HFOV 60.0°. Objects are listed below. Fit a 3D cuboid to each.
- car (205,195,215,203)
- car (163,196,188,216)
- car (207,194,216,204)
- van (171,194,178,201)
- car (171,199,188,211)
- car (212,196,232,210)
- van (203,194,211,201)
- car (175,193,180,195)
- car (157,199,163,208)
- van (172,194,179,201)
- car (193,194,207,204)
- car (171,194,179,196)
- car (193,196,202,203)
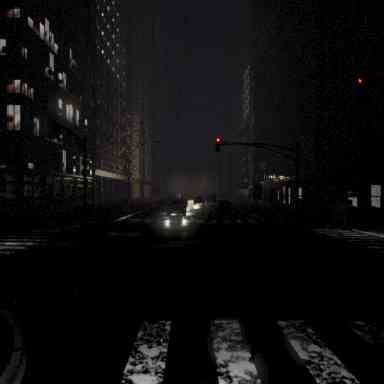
[{"bbox_3d":[3.744,1.432,69.457,1.967,1.590,4.097,0,0,0],"label":"car"},{"bbox_3d":[-1.504,1.495,32.723,1.882,1.535,5.008,0,0,0],"label":"car"},{"bbox_3d":[3.769,1.313,63.929,2.192,1.841,5.009,0,0,0],"label":"car"},{"bbox_3d":[-4.185,1.321,80.477,1.690,1.788,3.998,0,0,0],"label":"van"},{"bbox_3d":[-1.540,1.614,42.680,1.895,1.301,4.718,0,0,0],"label":"car"},{"bbox_3d":[3.917,1.579,41.820,1.947,1.339,4.313,0,0,0],"label":"car"},{"bbox_3d":[3.695,1.321,80.512,1.690,1.788,3.998,0,0,0],"label":"van"},{"bbox_3d":[-4.160,1.426,74.949,1.967,1.590,4.097,0,0,0],"label":"car"},{"bbox_3d":[-4.037,1.593,47.311,1.802,1.307,4.206,0,0,0],"label":"car"},{"bbox_3d":[-4.210,1.315,86.004,1.690,1.788,3.998,0,0,0],"label":"van"},{"bbox_3d":[1.306,1.526,61.102,1.812,1.442,4.674,0,0,-1],"label":"car"},{"bbox_3d":[-4.111,1.564,63.894,1.947,1.339,4.313,0,0,0],"label":"car"},{"bbox_3d":[1.172,1.528,73.349,2.033,1.411,5.357,0,0,0],"label":"car"}]
